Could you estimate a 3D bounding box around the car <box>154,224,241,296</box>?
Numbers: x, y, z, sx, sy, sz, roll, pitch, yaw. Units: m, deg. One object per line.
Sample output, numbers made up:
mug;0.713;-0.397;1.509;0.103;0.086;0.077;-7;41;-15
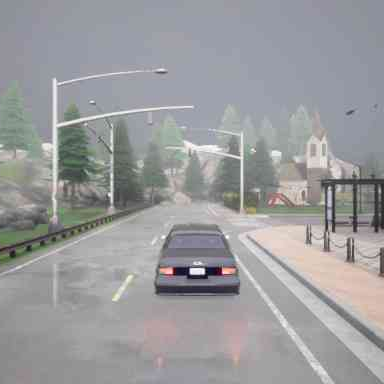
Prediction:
car;0.100;1.547;8.804;2.033;1.411;5.357;0;0;0
